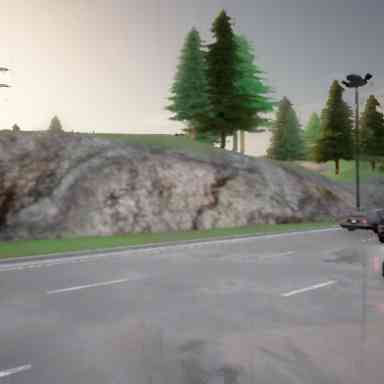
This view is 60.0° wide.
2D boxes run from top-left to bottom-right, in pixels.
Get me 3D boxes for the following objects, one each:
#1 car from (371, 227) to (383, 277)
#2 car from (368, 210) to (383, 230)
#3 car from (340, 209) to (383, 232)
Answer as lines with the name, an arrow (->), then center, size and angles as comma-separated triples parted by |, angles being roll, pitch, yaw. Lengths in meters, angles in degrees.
car -> 6.776, 1.634, 8.645 | 4.181, 1.385, 1.994 | 0, -1, -36
car -> 10.474, 1.661, 15.644 | 4.674, 1.442, 1.812 | 0, -1, -36
car -> 11.367, 1.742, 20.634 | 5.357, 1.411, 2.033 | 0, -1, -36
